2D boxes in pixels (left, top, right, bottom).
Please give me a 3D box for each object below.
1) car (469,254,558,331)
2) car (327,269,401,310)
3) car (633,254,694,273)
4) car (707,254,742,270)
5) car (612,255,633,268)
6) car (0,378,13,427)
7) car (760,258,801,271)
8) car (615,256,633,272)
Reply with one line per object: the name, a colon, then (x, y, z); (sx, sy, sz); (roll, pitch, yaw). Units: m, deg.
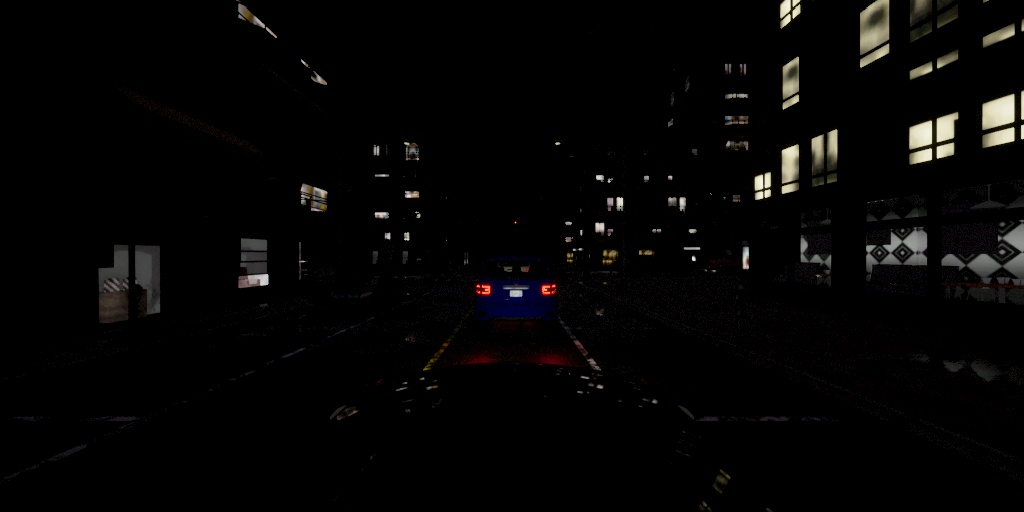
car: (0.099, 0.971, 11.079); (2.150, 2.045, 5.566); (0, 0, 0)
car: (-5.739, 1.332, 14.483); (1.802, 1.307, 4.207); (0, 0, 0)
car: (14.713, 0.778, 34.461); (5.009, 1.841, 2.192); (0, 0, 0)
car: (24.450, 0.622, 40.334); (4.553, 1.767, 2.097); (-1, 0, 0)
car: (14.580, 0.764, 42.840); (5.009, 1.841, 2.192); (0, 0, 0)
car: (-5.690, 1.300, 1.566); (2.007, 1.370, 4.403); (0, 0, 0)
car: (25.807, 0.822, 34.556); (4.313, 1.339, 1.948); (0, 0, 0)
car: (14.422, 0.983, 40.230); (4.674, 1.442, 1.812); (-1, 0, -1)
